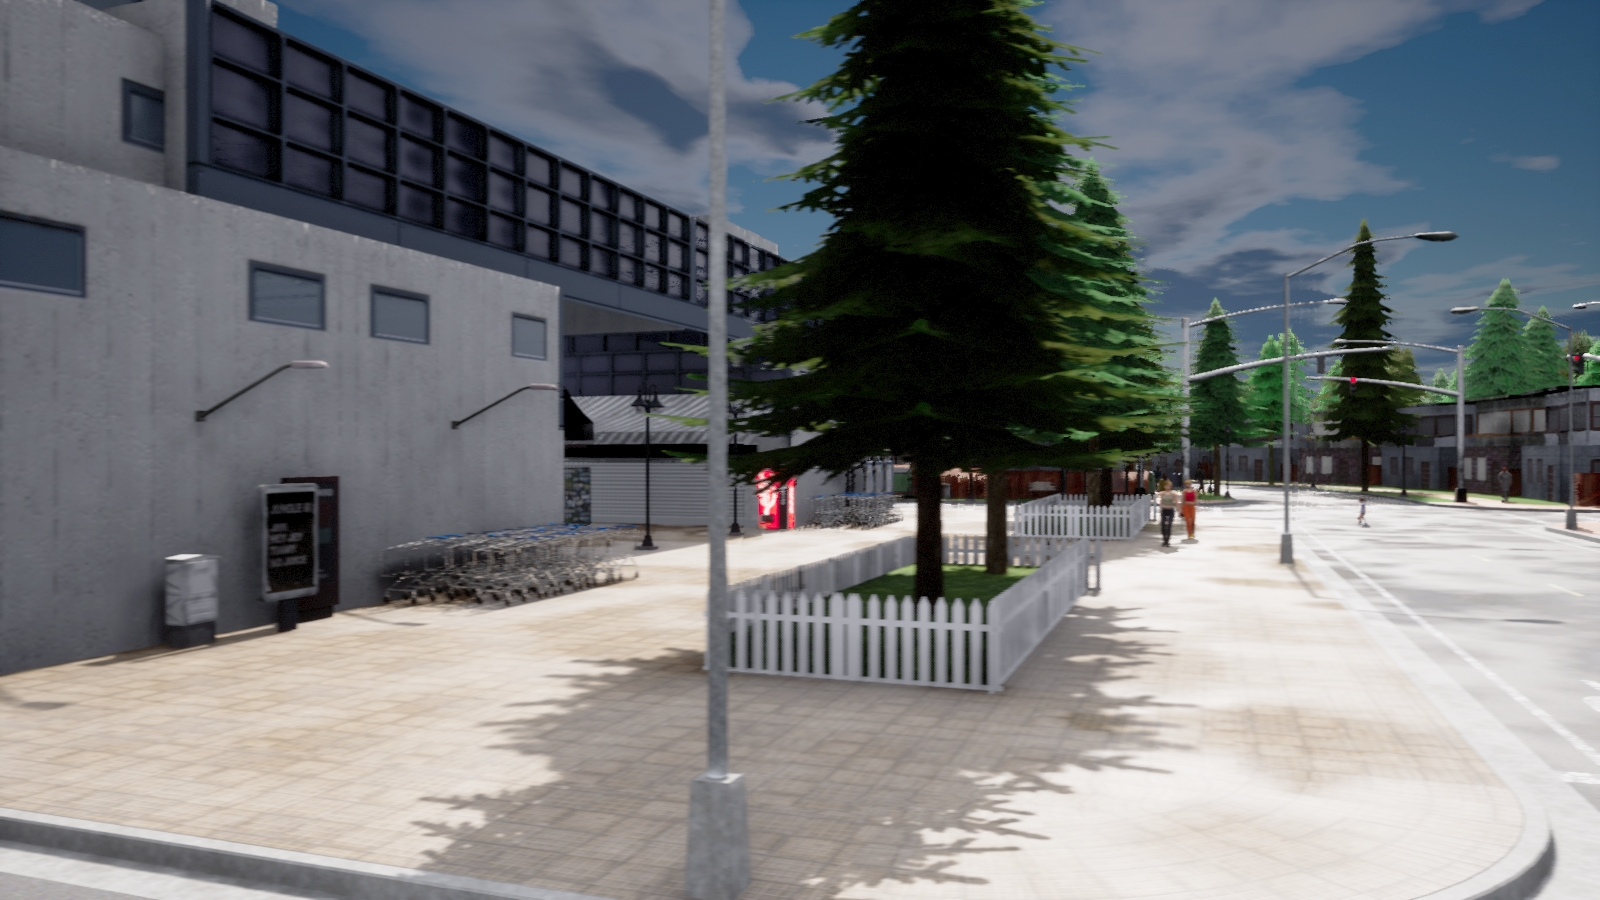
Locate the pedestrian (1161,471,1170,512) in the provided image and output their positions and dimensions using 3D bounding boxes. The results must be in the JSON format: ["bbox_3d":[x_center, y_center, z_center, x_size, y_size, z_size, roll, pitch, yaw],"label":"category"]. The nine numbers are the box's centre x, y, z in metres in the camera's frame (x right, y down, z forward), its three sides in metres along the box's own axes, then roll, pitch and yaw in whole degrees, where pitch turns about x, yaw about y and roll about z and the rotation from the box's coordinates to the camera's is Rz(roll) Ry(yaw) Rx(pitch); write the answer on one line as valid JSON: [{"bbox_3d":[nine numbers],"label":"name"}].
[{"bbox_3d":[16.817,1.898,52.628,0.375,1.860,0.375,0,0,21],"label":"pedestrian"}]

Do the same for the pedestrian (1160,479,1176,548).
[{"bbox_3d":[10.088,1.730,31.315,0.375,1.860,0.375,0,0,23],"label":"pedestrian"}]

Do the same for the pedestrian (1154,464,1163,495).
[{"bbox_3d":[21.616,1.749,68.915,0.375,1.860,0.375,0,0,-11],"label":"pedestrian"}]

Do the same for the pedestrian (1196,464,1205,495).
[{"bbox_3d":[24.123,1.746,68.777,0.375,1.860,0.375,0,0,-13],"label":"pedestrian"}]

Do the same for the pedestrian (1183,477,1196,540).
[{"bbox_3d":[11.674,1.734,34.228,0.375,1.860,0.375,0,0,20],"label":"pedestrian"}]

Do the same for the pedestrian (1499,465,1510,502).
[{"bbox_3d":[35.779,1.715,58.017,0.375,1.860,0.375,0,0,16],"label":"pedestrian"}]

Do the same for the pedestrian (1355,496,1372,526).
[{"bbox_3d":[20.946,2.270,42.485,0.500,1.100,0.500,0,0,21],"label":"pedestrian"}]
